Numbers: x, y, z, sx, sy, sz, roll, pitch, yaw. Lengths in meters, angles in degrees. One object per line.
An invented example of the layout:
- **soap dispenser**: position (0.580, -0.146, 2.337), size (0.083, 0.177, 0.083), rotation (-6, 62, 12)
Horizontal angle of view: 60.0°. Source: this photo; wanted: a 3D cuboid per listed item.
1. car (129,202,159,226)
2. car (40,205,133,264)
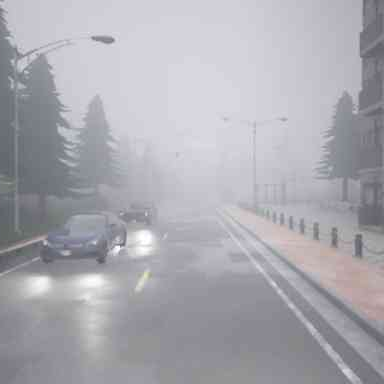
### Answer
- **car**: position (-3.361, 1.362, 21.672), size (1.895, 1.301, 4.718), rotation (0, 1, 1)
- **car**: position (-3.467, 1.398, 11.512), size (1.812, 1.442, 4.674), rotation (0, 1, 1)
